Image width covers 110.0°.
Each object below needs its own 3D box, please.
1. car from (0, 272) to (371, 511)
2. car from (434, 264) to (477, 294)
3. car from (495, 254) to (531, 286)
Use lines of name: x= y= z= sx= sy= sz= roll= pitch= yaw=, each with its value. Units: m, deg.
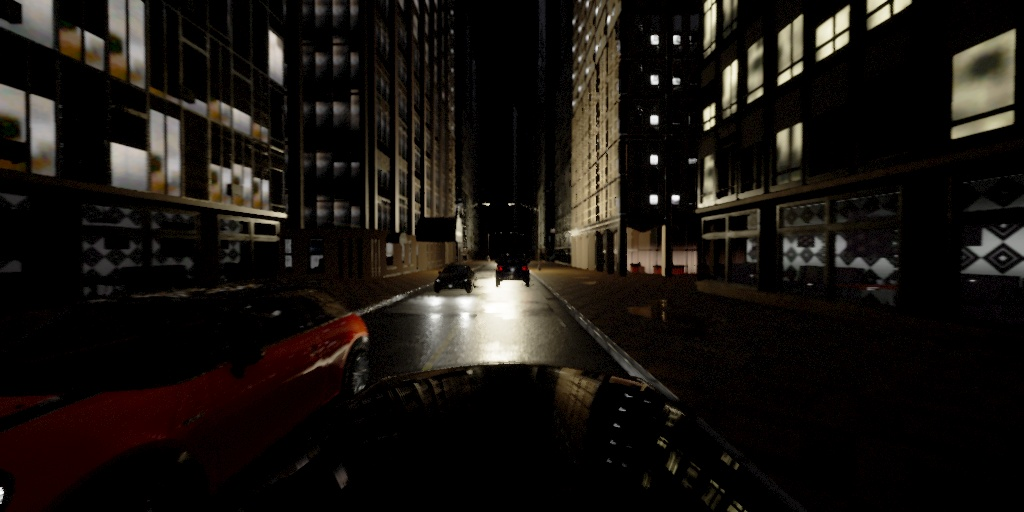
car: x=-3.097 y=1.096 z=3.299 sx=2.097 sy=1.767 sz=4.553 roll=0 pitch=0 yaw=0
car: x=-3.002 y=1.193 z=19.853 sx=1.812 sy=1.442 sz=4.674 roll=0 pitch=0 yaw=0
car: x=0.057 y=0.874 z=23.978 sx=2.150 sy=2.045 sz=5.566 roll=0 pitch=1 yaw=0
